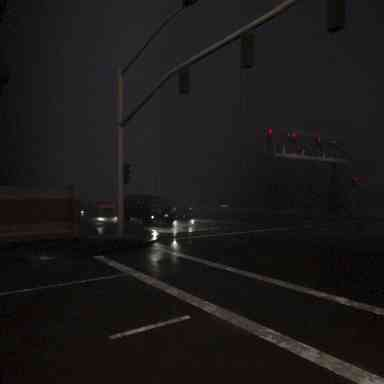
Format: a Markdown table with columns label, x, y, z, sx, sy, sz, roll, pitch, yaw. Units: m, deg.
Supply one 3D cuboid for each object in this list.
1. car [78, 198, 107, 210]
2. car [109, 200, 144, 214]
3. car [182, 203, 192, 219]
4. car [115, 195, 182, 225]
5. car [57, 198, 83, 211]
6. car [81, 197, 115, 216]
| label | x | y | z | sx | sy | sz | roll | pitch | yaw |
| --- | --- | --- | --- | --- | --- | --- | --- | --- | --- |
| car | -13.364 | 1.547 | 44.531 | 2.033 | 1.411 | 5.357 | 0 | 0 | -36 |
| car | -7.161 | 1.601 | 35.880 | 1.895 | 1.301 | 4.718 | 0 | 0 | -36 |
| car | -1.918 | 1.352 | 28.581 | 2.097 | 1.767 | 4.553 | 0 | 0 | -36 |
| car | -3.334 | 1.222 | 24.549 | 2.150 | 2.045 | 5.566 | 0 | 0 | -36 |
| car | -15.090 | 1.526 | 40.941 | 1.812 | 1.442 | 4.674 | 0 | 0 | -35 |
| car | -9.095 | 1.478 | 32.574 | 1.882 | 1.535 | 5.008 | 0 | 0 | -36 |
